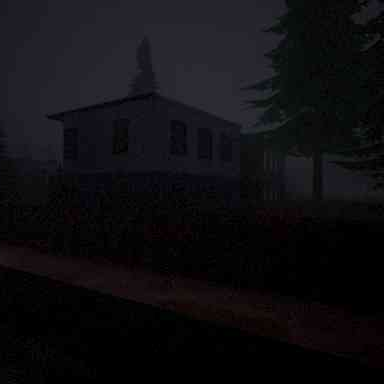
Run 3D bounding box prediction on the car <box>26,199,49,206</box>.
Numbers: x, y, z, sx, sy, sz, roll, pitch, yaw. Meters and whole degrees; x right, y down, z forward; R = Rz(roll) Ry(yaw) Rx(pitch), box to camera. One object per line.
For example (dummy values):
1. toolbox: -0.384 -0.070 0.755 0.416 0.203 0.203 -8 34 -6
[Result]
1. car: -14.101 1.463 31.104 1.837 1.490 4.892 0 0 25
